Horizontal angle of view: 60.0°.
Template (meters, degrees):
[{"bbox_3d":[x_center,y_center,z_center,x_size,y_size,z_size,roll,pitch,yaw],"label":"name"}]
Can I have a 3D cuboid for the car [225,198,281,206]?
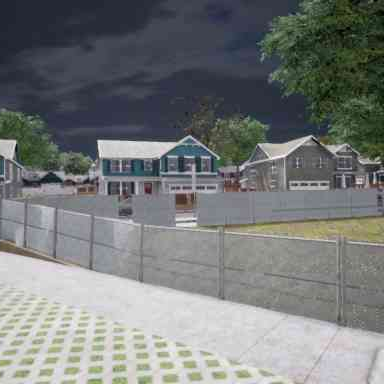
[{"bbox_3d":[4.611,0.803,25.763,5.357,1.411,2.033,-2,0,-17],"label":"car"}]

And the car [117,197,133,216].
[{"bbox_3d":[-4.215,1.057,22.927,4.181,1.385,1.994,-2,0,-18],"label":"car"}]

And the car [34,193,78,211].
[{"bbox_3d":[-6.925,0.897,18.903,4.553,1.767,2.097,-2,0,-19],"label":"car"}]

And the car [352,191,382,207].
[{"bbox_3d":[14.298,0.499,28.606,4.892,1.490,1.837,-2,0,-16],"label":"car"}]
